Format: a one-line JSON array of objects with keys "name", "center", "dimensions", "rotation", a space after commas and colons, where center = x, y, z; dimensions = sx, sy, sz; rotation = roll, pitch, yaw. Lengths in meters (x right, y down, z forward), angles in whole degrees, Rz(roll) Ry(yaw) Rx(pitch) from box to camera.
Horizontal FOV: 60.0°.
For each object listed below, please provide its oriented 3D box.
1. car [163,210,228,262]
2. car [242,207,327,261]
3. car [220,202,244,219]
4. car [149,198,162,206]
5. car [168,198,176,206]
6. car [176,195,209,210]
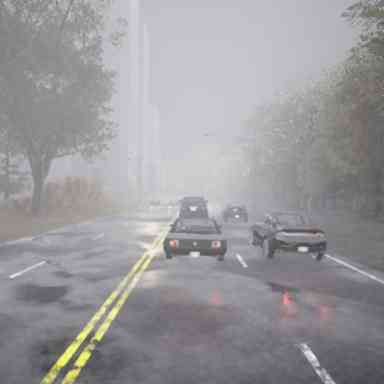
[{"name": "car", "center": [0.122, 1.534, 11.826], "dimensions": [1.895, 1.301, 4.718], "rotation": [2, 0, 1]}, {"name": "car", "center": [3.375, 1.519, 12.428], "dimensions": [2.128, 1.511, 4.902], "rotation": [2, 0, 1]}, {"name": "car", "center": [3.437, 1.596, 27.489], "dimensions": [1.837, 1.490, 4.892], "rotation": [2, 0, 1]}, {"name": "car", "center": [-6.314, 1.786, 58.275], "dimensions": [1.994, 1.385, 4.181], "rotation": [0, 0, 1]}, {"name": "car", "center": [-3.062, 1.760, 58.241], "dimensions": [1.812, 1.442, 4.674], "rotation": [0, 0, 1]}, {"name": "car", "center": [0.159, 1.253, 26.268], "dimensions": [2.150, 2.045, 5.566], "rotation": [0, 2, 1]}]
